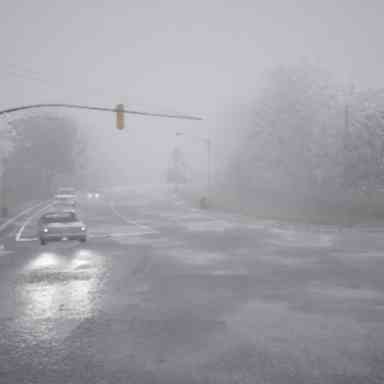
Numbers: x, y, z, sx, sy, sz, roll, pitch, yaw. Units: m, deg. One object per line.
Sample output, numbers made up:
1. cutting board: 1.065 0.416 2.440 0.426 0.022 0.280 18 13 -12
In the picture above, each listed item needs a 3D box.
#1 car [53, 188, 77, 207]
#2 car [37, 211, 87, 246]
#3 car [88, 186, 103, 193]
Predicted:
1. car: -14.535 0.606 38.408 2.150 2.045 5.566 0 3 -15
2. car: -6.147 1.607 15.563 1.895 1.301 4.718 0 0 -26
3. car: -18.288 -0.500 63.257 1.895 1.301 4.718 0 3 -4
